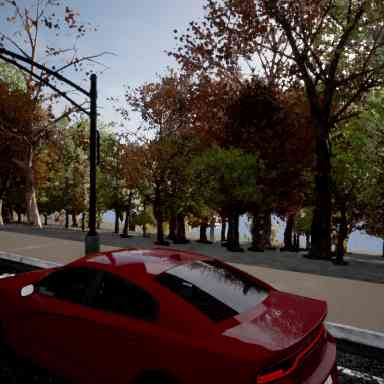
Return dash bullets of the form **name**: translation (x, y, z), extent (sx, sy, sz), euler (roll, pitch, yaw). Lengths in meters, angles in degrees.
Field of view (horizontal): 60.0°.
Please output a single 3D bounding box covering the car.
- **car**: translation (-0.859, 1.477, 4.289), extent (5.008, 1.535, 1.882), euler (0, 0, 35)
